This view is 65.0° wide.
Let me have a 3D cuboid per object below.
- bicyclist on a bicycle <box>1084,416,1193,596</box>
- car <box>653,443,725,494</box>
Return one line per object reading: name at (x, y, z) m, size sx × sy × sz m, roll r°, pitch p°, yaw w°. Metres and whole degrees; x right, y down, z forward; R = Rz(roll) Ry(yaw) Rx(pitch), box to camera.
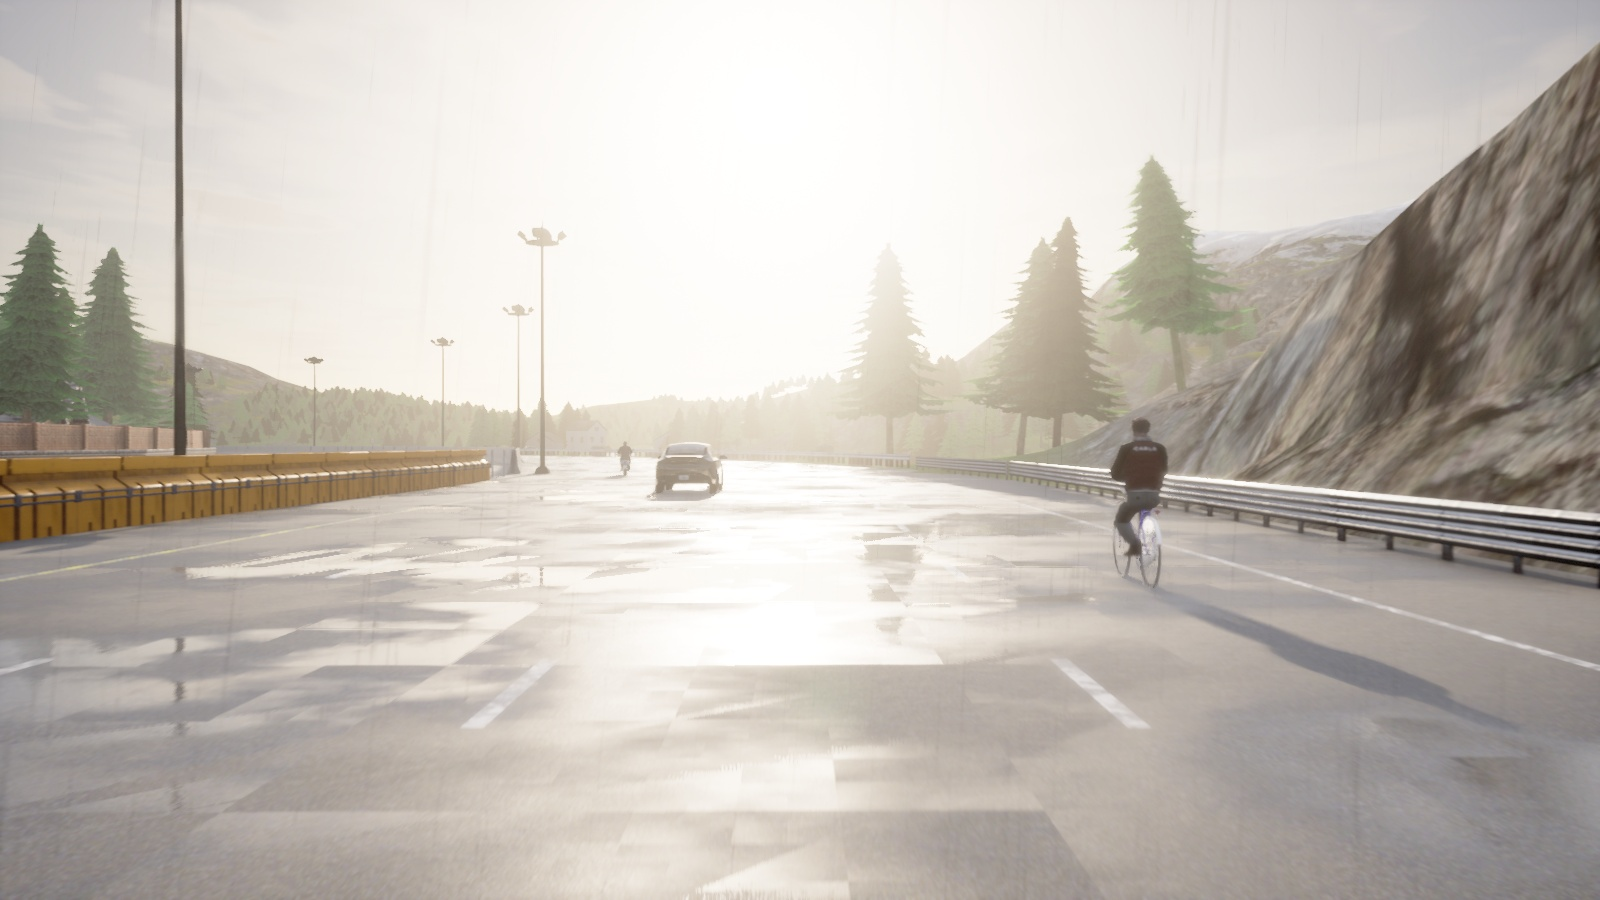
bicyclist on a bicycle at (3.544, 0.545, 13.311) m, size 0.659 × 1.776 × 1.843 m, roll 0°, pitch 0°, yaw 0°
car at (-3.388, 0.528, 39.174) m, size 1.837 × 1.490 × 4.892 m, roll 0°, pitch 0°, yaw 0°
